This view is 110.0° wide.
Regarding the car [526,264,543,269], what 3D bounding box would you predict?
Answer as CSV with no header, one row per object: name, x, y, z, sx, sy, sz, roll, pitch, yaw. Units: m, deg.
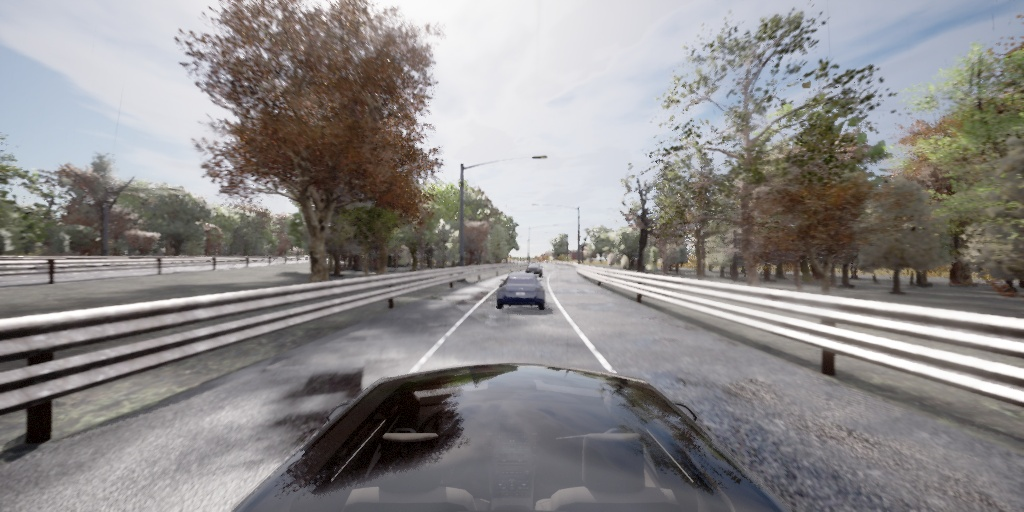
car,2.634,1.650,41.772,1.812,1.442,4.674,0,0,7

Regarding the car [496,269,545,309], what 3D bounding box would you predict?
car,0.425,1.436,15.766,1.994,1.385,4.181,0,0,3
